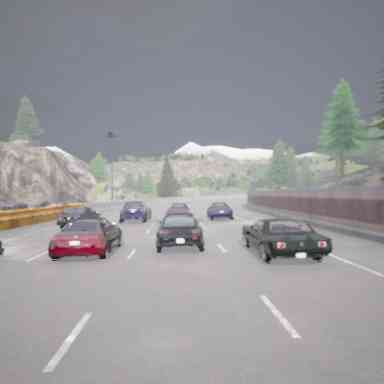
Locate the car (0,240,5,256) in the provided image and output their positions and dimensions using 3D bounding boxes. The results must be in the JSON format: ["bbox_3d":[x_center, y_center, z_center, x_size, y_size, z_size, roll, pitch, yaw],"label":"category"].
[{"bbox_3d":[-7.316,1.722,9.067,2.033,1.411,5.357,-1,0,-2],"label":"car"}]

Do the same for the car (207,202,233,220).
[{"bbox_3d":[2.397,1.585,28.943,1.994,1.385,4.181,-1,0,-1],"label":"car"}]

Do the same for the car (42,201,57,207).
[{"bbox_3d":[-20.842,2.161,52.188,1.895,1.301,4.718,-1,0,8],"label":"car"}]

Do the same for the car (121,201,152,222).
[{"bbox_3d":[-4.592,1.514,27.645,2.097,1.767,4.553,-1,0,-1],"label":"car"}]

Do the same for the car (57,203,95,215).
[{"bbox_3d":[-8.016,1.773,24.055,2.033,1.411,5.357,-1,0,-2],"label":"car"}]

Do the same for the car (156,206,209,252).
[{"bbox_3d":[-0.526,1.571,14.089,1.812,1.442,4.674,-1,0,-3],"label":"car"}]

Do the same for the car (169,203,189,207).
[{"bbox_3d":[-1.100,1.658,28.846,1.994,1.385,4.181,-1,0,-1],"label":"car"}]

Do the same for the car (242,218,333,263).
[{"bbox_3d":[3.076,1.567,11.876,1.895,1.301,4.718,-1,0,-2],"label":"car"}]

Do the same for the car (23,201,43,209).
[{"bbox_3d":[-24.234,2.159,53.175,1.812,1.442,4.674,-1,0,8],"label":"car"}]

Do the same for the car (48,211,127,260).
[{"bbox_3d":[-3.979,1.677,13.016,1.994,1.385,4.181,-1,0,-3],"label":"car"}]

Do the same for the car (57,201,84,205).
[{"bbox_3d":[-17.609,2.036,50.104,2.033,1.411,5.357,-1,0,7],"label":"car"}]

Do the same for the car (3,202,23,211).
[{"bbox_3d":[-27.808,2.270,52.659,1.994,1.385,4.181,-1,0,8],"label":"car"}]
